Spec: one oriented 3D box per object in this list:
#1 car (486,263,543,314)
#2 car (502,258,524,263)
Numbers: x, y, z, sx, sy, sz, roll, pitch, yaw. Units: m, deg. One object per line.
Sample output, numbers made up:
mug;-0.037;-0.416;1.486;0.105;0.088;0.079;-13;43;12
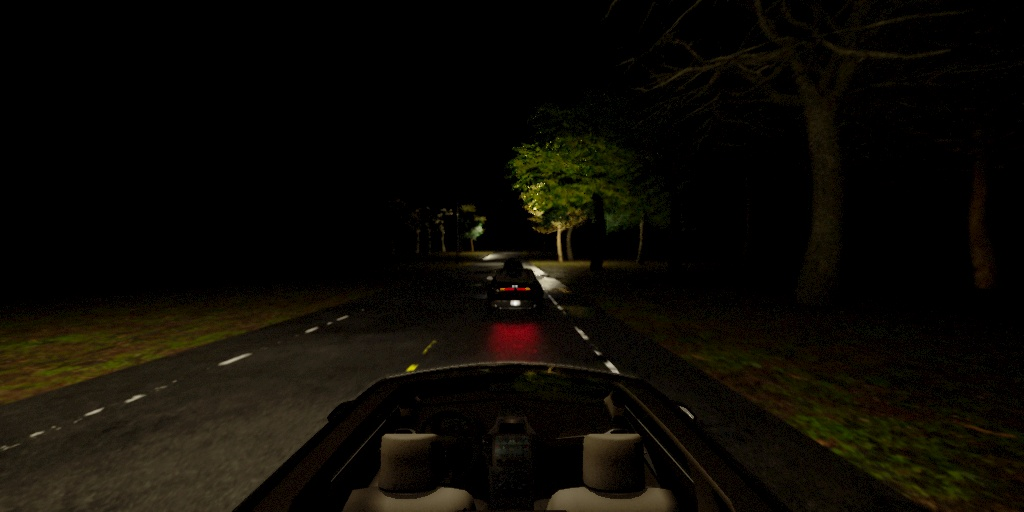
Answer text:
car;0.104;1.163;13.332;1.837;1.490;4.892;0;0;0
car;0.112;0.952;35.588;1.837;1.490;4.892;0;1;0
